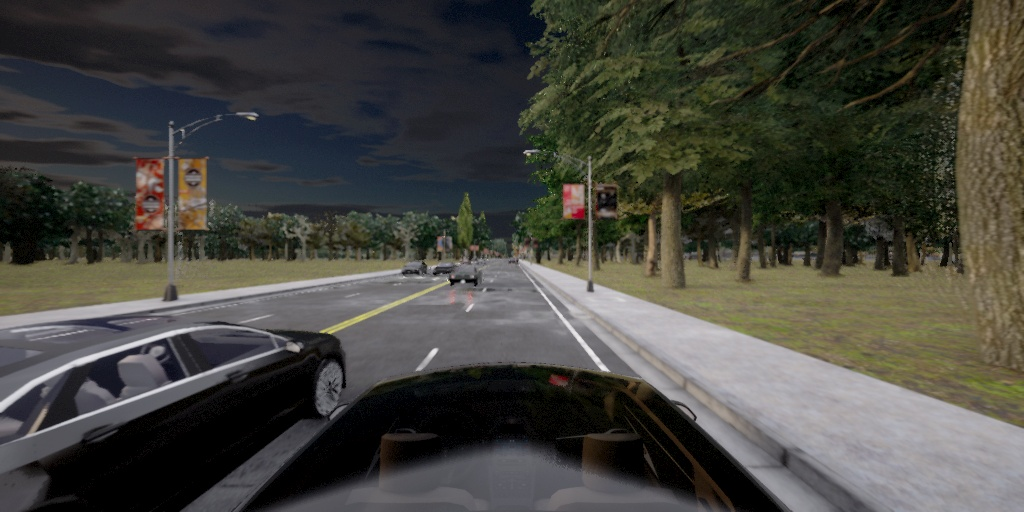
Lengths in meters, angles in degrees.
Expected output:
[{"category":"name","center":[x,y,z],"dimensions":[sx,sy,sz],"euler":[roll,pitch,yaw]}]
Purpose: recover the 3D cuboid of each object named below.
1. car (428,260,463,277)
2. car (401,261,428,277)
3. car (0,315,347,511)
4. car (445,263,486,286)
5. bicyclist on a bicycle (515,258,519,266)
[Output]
[{"category":"car","center":[-6.599,1.313,36.076],"dimensions":[2.033,1.411,5.357],"euler":[0,0,0]},{"category":"car","center":[-9.843,1.272,36.665],"dimensions":[1.837,1.490,4.892],"euler":[0,0,0]},{"category":"car","center":[-3.150,1.242,2.947],"dimensions":[2.128,1.511,4.902],"euler":[0,0,0]},{"category":"car","center":[-3.151,1.360,25.193],"dimensions":[1.895,1.301,4.718],"euler":[0,0,0]},{"category":"bicyclist on a bicycle","center":[0.888,1.165,61.762],"dimensions":[0.659,1.776,1.843],"euler":[0,0,0]}]
